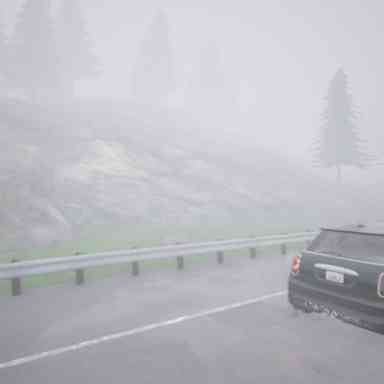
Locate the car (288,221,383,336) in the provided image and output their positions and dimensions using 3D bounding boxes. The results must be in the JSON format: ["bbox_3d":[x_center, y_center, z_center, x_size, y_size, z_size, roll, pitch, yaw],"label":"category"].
[{"bbox_3d":[3.985,1.348,6.394,4.553,1.767,2.097,0,0,-34],"label":"car"}]
